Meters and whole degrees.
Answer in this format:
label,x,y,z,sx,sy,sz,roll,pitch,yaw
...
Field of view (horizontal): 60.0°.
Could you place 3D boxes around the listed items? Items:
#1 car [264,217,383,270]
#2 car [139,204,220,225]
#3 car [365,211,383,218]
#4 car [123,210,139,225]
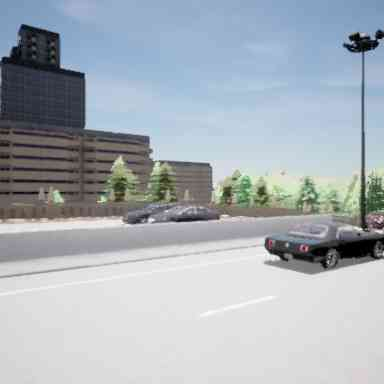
label,x,y,z,sx,sy,sz,roll,pitch,yaw
car,4.760,1.698,11.444,4.718,1.301,1.895,1,0,-36
car,-0.434,1.604,20.881,4.902,1.511,2.128,1,-1,-36
car,16.514,2.377,28.669,4.553,1.767,2.097,6,-3,-35
car,-2.505,1.614,23.701,4.892,1.490,1.837,1,-1,-35
